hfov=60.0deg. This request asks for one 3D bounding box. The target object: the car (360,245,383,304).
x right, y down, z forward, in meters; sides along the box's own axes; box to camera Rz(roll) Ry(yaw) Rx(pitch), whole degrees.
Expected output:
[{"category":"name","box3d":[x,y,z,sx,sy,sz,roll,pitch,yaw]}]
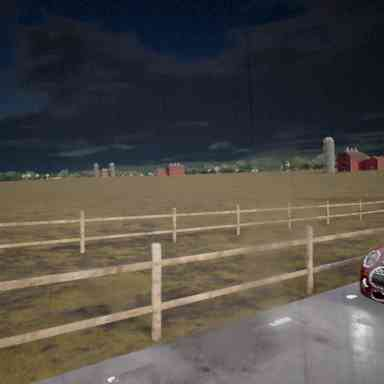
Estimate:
[{"category":"car","box3d":[5.552,1.313,7.051,4.553,1.767,2.097,-1,0,-36]}]
